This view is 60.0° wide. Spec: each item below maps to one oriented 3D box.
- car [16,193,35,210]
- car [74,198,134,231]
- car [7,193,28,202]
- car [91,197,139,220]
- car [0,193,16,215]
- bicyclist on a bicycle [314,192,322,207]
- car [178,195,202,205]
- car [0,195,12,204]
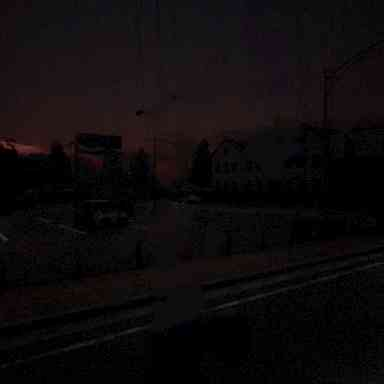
[{"bbox_3d":[-19.467,1.046,38.401,1.905,1.878,3.866,-1,0,-36],"label":"car"},{"bbox_3d":[-4.995,1.200,18.104,1.970,1.475,3.806,-1,0,-36],"label":"car"},{"bbox_3d":[-38.525,1.246,73.525,3.866,1.878,1.905,-1,0,-36],"label":"car"},{"bbox_3d":[-6.107,1.238,25.970,2.007,1.523,4.514,-1,0,-36],"label":"car"},{"bbox_3d":[-17.573,1.091,30.087,1.932,1.855,4.605,-1,0,-36],"label":"car"},{"bbox_3d":[14.024,0.875,37.003,1.656,1.620,0.582,-1,1,-35],"label":"bicyclist on a bicycle"},{"bbox_3d":[-0.250,1.130,50.417,1.812,1.442,4.674,-1,0,-35],"label":"car"},{"bbox_3d":[-38.767,1.446,66.398,4.611,1.667,2.242,-1,0,-36],"label":"car"}]
